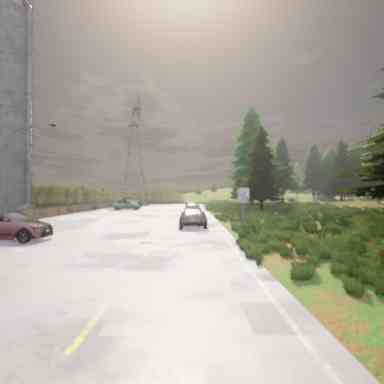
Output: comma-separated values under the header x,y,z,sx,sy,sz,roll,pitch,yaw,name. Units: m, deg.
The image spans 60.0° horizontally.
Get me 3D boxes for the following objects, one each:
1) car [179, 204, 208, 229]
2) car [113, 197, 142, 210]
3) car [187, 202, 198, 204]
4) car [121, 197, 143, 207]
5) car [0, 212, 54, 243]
x,y,z,sx,sy,sz,roll,pitch,yaw,name
0.083,1.783,23.694,1.994,1.385,4.181,0,0,0,car
-9.576,1.937,49.351,3.988,1.617,1.851,0,-1,-1,car
0.073,1.931,41.736,2.033,1.411,5.357,0,-1,0,car
-11.942,1.965,66.195,3.866,1.878,1.905,0,-1,-31,car
-9.069,1.701,16.343,4.181,1.381,1.994,0,-1,-1,car
